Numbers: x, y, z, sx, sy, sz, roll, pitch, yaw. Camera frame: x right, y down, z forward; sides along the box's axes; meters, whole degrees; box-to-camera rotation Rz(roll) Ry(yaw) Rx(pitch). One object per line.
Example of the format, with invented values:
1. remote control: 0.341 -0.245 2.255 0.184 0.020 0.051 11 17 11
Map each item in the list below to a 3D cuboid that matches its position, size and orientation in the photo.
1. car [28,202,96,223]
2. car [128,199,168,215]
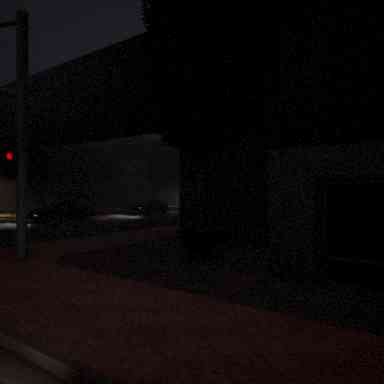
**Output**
1. car: -9.903 1.503 25.357 2.033 1.411 5.357 0 0 36
2. car: -4.250 1.482 33.200 1.812 1.442 4.674 0 0 36
